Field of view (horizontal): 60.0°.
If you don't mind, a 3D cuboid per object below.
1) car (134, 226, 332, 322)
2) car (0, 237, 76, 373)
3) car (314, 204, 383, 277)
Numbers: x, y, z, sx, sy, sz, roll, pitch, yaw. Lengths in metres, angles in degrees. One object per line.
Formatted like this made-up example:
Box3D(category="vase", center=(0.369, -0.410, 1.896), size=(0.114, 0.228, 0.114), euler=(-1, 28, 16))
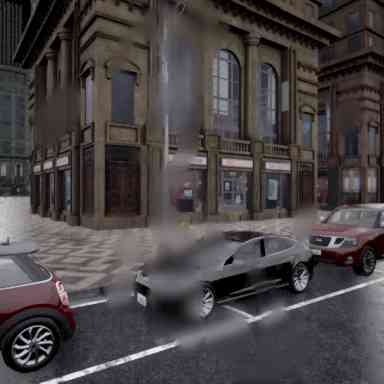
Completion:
Box3D(category="car", center=(0.872, 1.566, 7.255), size=(4.313, 1.339, 1.947), euler=(0, 0, -35))
Box3D(category="car", center=(-3.696, 1.440, 4.013), size=(4.097, 1.590, 1.967), euler=(0, 0, -35))
Box3D(category="car", center=(5.442, 1.316, 10.496), size=(5.009, 1.841, 2.192), euler=(0, 0, -35))
